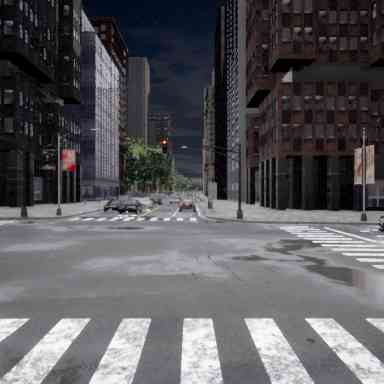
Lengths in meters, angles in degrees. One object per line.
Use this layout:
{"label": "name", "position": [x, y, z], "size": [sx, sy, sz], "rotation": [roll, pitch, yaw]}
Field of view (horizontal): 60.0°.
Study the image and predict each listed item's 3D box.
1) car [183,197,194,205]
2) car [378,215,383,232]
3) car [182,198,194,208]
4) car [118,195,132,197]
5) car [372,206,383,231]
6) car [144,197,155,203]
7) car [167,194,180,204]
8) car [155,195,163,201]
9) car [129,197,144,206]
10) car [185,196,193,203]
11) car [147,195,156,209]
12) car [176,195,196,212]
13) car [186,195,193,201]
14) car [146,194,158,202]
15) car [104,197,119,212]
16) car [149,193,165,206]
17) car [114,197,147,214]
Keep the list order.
{"label": "car", "position": [-0.617, 1.599, 60.750], "size": [1.887, 1.381, 4.507], "rotation": [0, 0, 0]}
{"label": "car", "position": [13.001, 1.757, 17.719], "size": [5.357, 1.411, 2.033], "rotation": [1, 0, 0]}
{"label": "car", "position": [-0.570, 1.611, 49.900], "size": [1.802, 1.307, 4.206], "rotation": [0, 0, 0]}
{"label": "car", "position": [-9.073, 1.332, 44.443], "size": [2.192, 1.841, 5.009], "rotation": [0, 0, 0]}
{"label": "car", "position": [14.401, 1.717, 20.972], "size": [4.902, 1.511, 2.128], "rotation": [1, 0, 0]}
{"label": "car", "position": [-9.189, 1.663, 71.573], "size": [1.802, 1.307, 4.206], "rotation": [0, 0, 0]}
{"label": "car", "position": [-3.398, 1.667, 65.653], "size": [1.895, 1.301, 4.718], "rotation": [0, 0, 0]}
{"label": "car", "position": [-9.282, 1.689, 93.276], "size": [1.887, 1.381, 4.507], "rotation": [0, 0, 0]}
{"label": "car", "position": [-9.118, 1.566, 55.124], "size": [1.752, 1.417, 4.829], "rotation": [0, 0, 0]}
{"label": "car", "position": [-0.665, 1.607, 71.770], "size": [1.752, 1.417, 4.829], "rotation": [0, 0, 0]}
{"label": "car", "position": [-6.409, 1.545, 45.371], "size": [1.812, 1.442, 4.674], "rotation": [0, 0, 0]}
{"label": "car", "position": [-0.524, 1.445, 39.051], "size": [1.967, 1.590, 4.097], "rotation": [0, 0, 0]}
{"label": "car", "position": [-0.758, 1.689, 93.300], "size": [1.887, 1.381, 4.507], "rotation": [0, 0, 0]}
{"label": "car", "position": [-9.213, 1.411, 76.999], "size": [2.192, 1.841, 5.009], "rotation": [0, 0, 0]}
{"label": "car", "position": [-9.049, 1.571, 39.017], "size": [1.947, 1.339, 4.313], "rotation": [0, 0, 0]}
{"label": "car", "position": [-6.452, 1.261, 57.643], "size": [2.150, 2.045, 5.566], "rotation": [0, 1, -1]}
{"label": "car", "position": [-6.367, 1.544, 35.146], "size": [2.033, 1.411, 5.357], "rotation": [0, 0, 0]}
